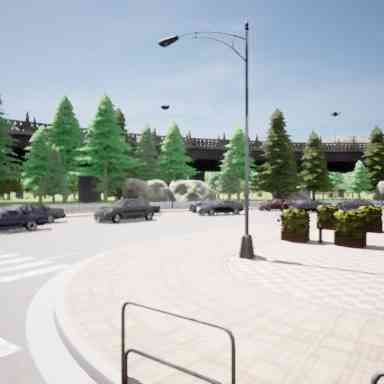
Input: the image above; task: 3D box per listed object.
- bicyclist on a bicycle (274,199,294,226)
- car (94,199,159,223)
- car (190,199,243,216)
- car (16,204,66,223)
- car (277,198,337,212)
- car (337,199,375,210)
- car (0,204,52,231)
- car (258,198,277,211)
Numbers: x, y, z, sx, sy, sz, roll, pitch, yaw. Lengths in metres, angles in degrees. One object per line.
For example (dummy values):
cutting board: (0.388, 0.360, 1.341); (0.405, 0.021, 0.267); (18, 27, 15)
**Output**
bicyclist on a bicycle: (5.531, 1.250, 19.607); (0.582, 1.620, 1.656); (0, 0, -44)
car: (-5.079, 1.309, 25.063); (2.097, 1.767, 4.553); (0, 0, 41)
car: (2.669, 1.447, 31.955); (4.902, 1.511, 2.128); (0, 0, -30)
car: (-11.414, 1.507, 22.734); (2.033, 1.411, 5.357); (0, 0, 37)
car: (12.445, 1.499, 36.112); (5.357, 1.411, 2.033); (0, 0, -12)
car: (19.730, 1.513, 40.192); (4.181, 1.385, 1.994); (0, 0, 0)
car: (-10.537, 1.558, 18.202); (1.895, 1.301, 4.718); (0, 0, 36)
car: (9.954, 1.480, 38.814); (4.674, 1.442, 1.812); (0, 0, -15)
